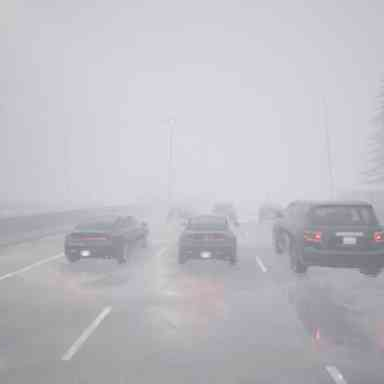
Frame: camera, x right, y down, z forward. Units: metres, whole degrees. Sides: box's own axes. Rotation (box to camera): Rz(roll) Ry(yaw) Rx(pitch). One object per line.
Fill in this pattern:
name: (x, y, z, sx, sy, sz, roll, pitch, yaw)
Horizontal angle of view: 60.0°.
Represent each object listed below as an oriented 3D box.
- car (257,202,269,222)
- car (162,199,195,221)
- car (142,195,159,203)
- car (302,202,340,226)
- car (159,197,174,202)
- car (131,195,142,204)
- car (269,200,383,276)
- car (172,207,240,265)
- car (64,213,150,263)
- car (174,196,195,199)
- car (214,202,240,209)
car: (6.269, 1.527, 26.514, 1.882, 1.535, 5.008, 0, 0, 12)
car: (-0.759, 1.576, 27.086, 1.812, 1.442, 4.674, 0, 0, 11)
car: (-7.200, 1.667, 65.996, 2.033, 1.411, 5.357, 0, 0, 23)
car: (9.491, 1.552, 24.834, 1.837, 1.490, 4.892, 0, 0, 11)
car: (-4.005, 1.682, 64.541, 1.994, 1.385, 4.181, 0, 0, 23)
car: (-10.372, 1.481, 67.478, 2.097, 1.767, 4.553, 0, 0, 23)
car: (4.009, 1.243, 10.579, 2.150, 2.045, 5.566, 0, 0, 6)
car: (0.633, 1.529, 11.882, 1.837, 1.490, 4.892, 0, 0, 6)
car: (-2.861, 1.529, 12.100, 1.837, 1.490, 4.892, 0, 0, 6)
car: (-1.032, 1.469, 62.570, 2.097, 1.767, 4.553, 0, 0, 23)
car: (2.575, 1.555, 25.923, 1.837, 1.490, 4.892, 0, 0, 11)
